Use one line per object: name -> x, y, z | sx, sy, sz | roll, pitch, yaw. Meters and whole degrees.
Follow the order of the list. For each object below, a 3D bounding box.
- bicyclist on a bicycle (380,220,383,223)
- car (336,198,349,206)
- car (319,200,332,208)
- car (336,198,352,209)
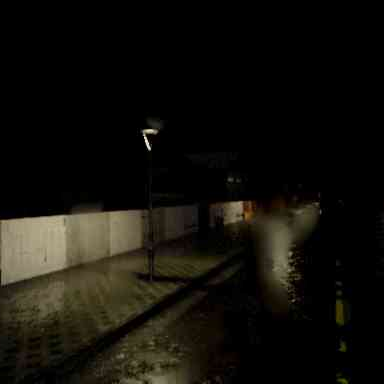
bicyclist on a bicycle -> 8.447, 1.507, 14.061 | 0.866, 1.612, 1.509 | -1, -1, 23
car -> 30.361, 2.001, 67.183 | 2.128, 1.511, 4.902 | -1, -1, 23
car -> 22.063, 2.013, 54.930 | 1.895, 1.301, 4.718 | -1, -1, 24
car -> 24.375, 1.890, 52.958 | 1.812, 1.442, 4.674 | -1, -1, 23
